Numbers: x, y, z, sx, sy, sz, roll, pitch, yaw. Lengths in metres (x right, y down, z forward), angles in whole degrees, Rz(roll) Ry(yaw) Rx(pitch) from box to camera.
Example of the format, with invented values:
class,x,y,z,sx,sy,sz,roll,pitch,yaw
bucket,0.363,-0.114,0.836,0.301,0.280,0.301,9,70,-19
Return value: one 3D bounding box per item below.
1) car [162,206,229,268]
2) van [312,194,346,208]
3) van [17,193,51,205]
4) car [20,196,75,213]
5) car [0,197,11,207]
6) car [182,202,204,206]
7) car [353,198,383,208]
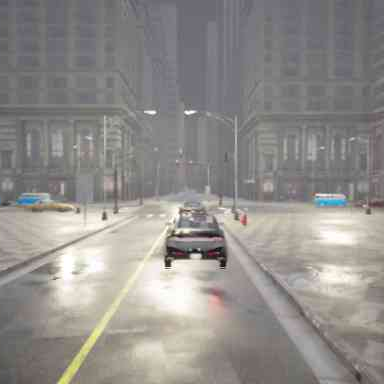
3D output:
class,x,y,z,sx,sy,sz,roll,pitch,yaw
car,0.097,1.444,11.042,2.128,1.511,4.902,0,0,0
van,17.747,1.170,43.005,3.998,1.788,1.690,0,1,0
van,-20.237,1.048,42.842,3.998,1.788,1.690,0,1,0
car,-14.636,1.424,34.338,4.829,1.417,1.752,0,1,0
car,-25.650,1.258,42.824,4.313,1.339,1.947,0,1,0
car,0.072,1.414,22.369,1.837,1.490,4.892,0,0,3
car,23.272,1.394,43.030,4.507,1.381,1.887,0,1,0
